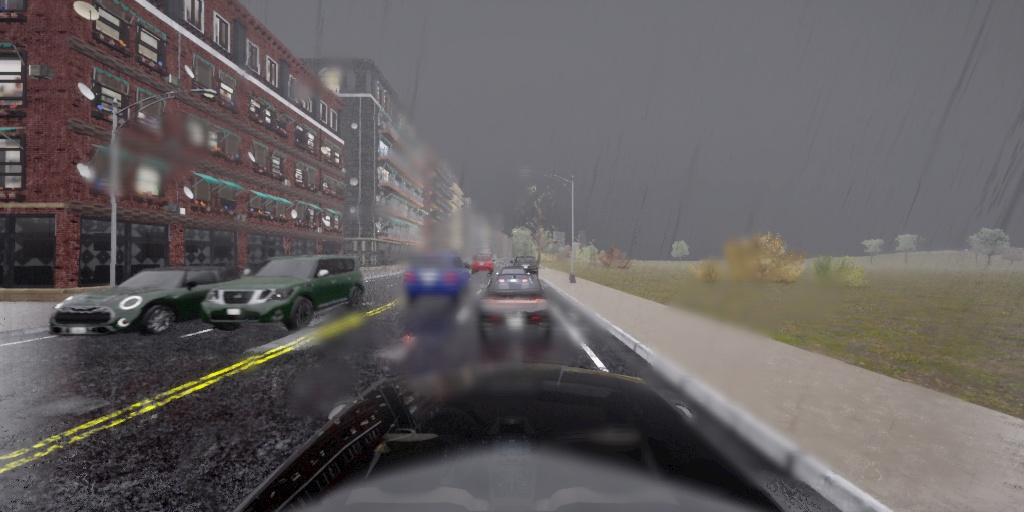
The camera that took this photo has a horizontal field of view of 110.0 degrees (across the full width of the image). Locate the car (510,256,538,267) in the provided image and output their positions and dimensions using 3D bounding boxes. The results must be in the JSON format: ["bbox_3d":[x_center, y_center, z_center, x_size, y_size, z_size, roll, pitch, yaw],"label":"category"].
[{"bbox_3d":[1.069,0.979,30.970,2.150,2.045,5.566,0,0,0],"label":"car"}]

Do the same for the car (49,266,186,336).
[{"bbox_3d":[-9.870,1.103,10.412,2.097,1.767,4.553,0,0,0],"label":"car"}]

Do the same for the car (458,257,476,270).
[{"bbox_3d":[-6.715,1.105,53.850,2.097,1.767,4.553,0,0,0],"label":"car"}]

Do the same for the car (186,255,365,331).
[{"bbox_3d":[-6.622,0.973,11.310,2.150,2.045,5.566,0,0,0],"label":"car"}]

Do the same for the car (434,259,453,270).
[{"bbox_3d":[-9.964,1.258,52.717,1.837,1.490,4.892,0,0,0],"label":"car"}]

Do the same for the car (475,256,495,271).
[{"bbox_3d":[-3.242,0.973,41.027,2.150,2.045,5.566,0,0,0],"label":"car"}]

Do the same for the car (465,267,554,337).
[{"bbox_3d":[0.081,1.243,10.318,2.128,1.511,4.902,0,0,0],"label":"car"}]

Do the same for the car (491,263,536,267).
[{"bbox_3d":[0.060,1.301,20.758,2.033,1.411,5.357,0,0,0],"label":"car"}]

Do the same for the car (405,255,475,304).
[{"bbox_3d":[-3.184,0.975,16.395,2.150,2.045,5.566,0,0,0],"label":"car"}]
